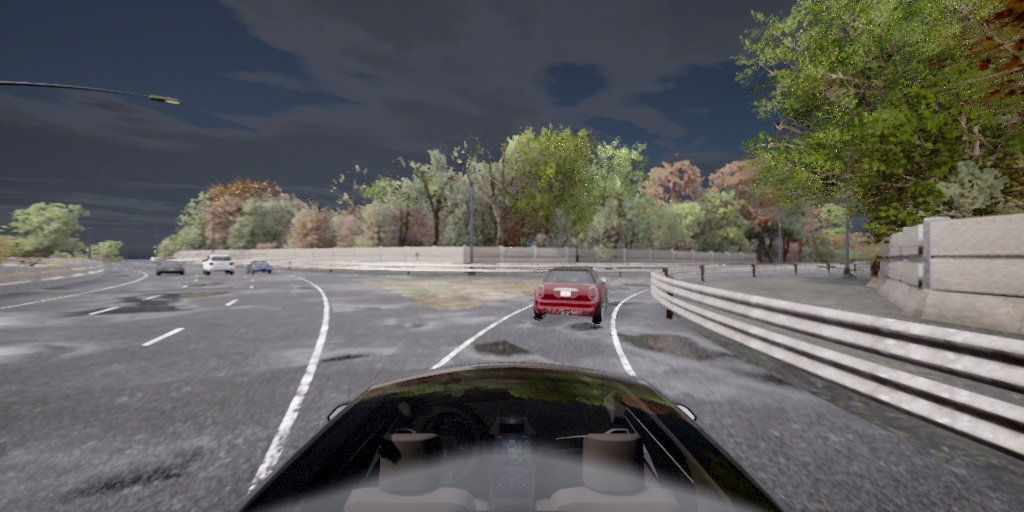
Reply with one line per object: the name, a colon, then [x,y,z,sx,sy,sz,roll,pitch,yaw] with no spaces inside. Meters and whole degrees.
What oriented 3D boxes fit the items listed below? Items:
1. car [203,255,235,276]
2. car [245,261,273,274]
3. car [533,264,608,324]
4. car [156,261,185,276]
car: [-30.282,0.912,37.030,2.150,2.045,5.566,1,0,-44]
car: [-28.059,1.261,39.777,2.033,1.411,5.357,1,0,-44]
car: [2.226,1.155,12.658,2.097,1.767,4.553,0,0,17]
car: [-34.379,1.225,36.110,4.181,1.385,1.994,0,0,44]
